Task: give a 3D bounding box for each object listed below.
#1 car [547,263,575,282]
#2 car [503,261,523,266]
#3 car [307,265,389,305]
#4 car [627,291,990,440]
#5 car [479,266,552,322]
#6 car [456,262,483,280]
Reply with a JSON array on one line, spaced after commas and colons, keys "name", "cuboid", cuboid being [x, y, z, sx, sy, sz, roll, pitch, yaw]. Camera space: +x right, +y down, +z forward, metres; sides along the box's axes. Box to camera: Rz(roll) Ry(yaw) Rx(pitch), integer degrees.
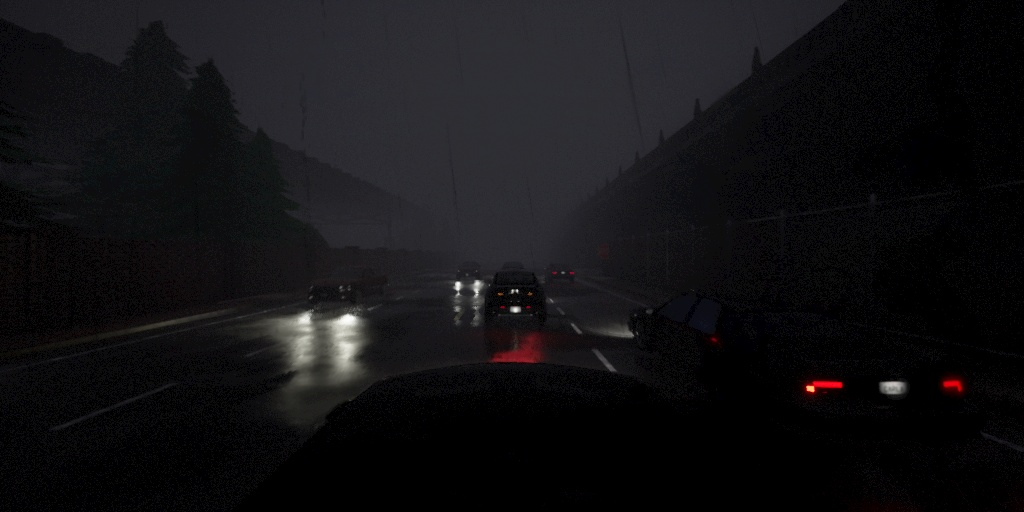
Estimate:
[{"name": "car", "cuboid": [3.591, 1.231, 27.643, 2.033, 1.411, 5.357, 0, 0, 0]}, {"name": "car", "cuboid": [0.091, 1.160, 27.918, 1.882, 1.535, 5.008, 0, 0, 0]}, {"name": "car", "cuboid": [-7.098, 1.190, 16.045, 1.882, 1.535, 5.008, 0, 0, 0]}, {"name": "car", "cuboid": [3.592, 1.287, 5.902, 2.033, 1.411, 5.357, 0, 0, 0]}, {"name": "car", "cuboid": [0.094, 1.226, 12.220, 1.837, 1.490, 4.892, 0, 0, 0]}, {"name": "car", "cuboid": [-3.518, 1.202, 30.493, 1.812, 1.442, 4.674, 0, 0, 0]}]
